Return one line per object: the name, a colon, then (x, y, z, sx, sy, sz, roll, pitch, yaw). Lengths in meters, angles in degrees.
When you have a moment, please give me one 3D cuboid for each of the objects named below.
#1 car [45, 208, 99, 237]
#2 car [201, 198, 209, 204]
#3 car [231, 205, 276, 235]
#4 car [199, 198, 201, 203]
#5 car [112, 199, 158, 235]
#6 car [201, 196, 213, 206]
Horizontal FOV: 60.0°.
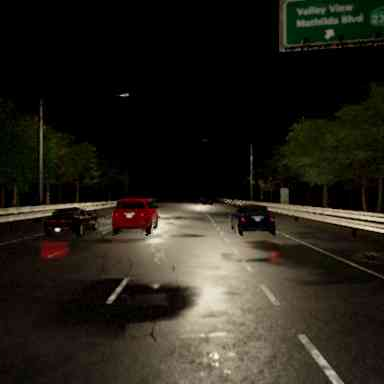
car: (-6.886, 1.702, 19.453, 1.837, 1.490, 4.892, 0, -1, 0)
car: (3.636, 2.509, 95.365, 2.128, 1.511, 4.902, 0, -1, 0)
car: (3.616, 1.562, 20.440, 2.097, 1.767, 4.553, 0, -1, 0)
car: (3.593, 2.114, 84.411, 2.150, 2.045, 5.566, 0, -1, 0)
car: (-3.386, 1.432, 20.619, 2.150, 2.045, 5.566, 0, -1, 0)
car: (3.563, 2.198, 73.393, 2.033, 1.649, 4.856, 0, -1, 0)
